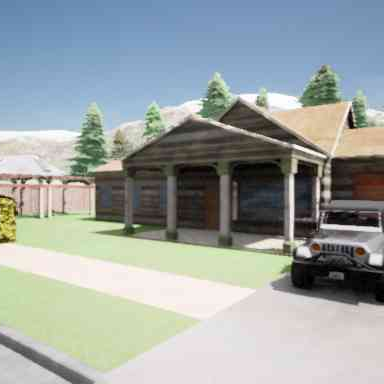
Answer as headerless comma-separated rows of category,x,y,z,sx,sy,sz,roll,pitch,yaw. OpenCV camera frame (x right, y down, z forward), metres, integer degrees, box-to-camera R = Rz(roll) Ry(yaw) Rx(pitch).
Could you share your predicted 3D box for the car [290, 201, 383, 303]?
car,3.792,1.169,7.849,1.905,1.878,3.866,0,0,35
